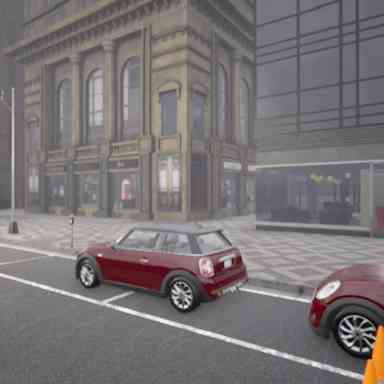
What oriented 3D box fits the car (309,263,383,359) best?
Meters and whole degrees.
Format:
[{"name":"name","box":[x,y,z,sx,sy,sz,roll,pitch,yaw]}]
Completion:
[{"name":"car","box":[3.756,1.440,4.501,4.097,1.590,1.967,0,0,35]}]

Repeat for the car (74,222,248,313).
[{"name":"car","box":[-0.878,1.441,7.713,4.097,1.590,1.967,0,0,35]}]

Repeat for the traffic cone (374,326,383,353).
[{"name":"traffic cone","box":[2.336,1.955,4.106,0.340,0.580,0.340,0,0,35]}]

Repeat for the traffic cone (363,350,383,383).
[{"name":"traffic cone","box":[1.766,1.955,3.284,0.340,0.580,0.340,0,0,35]}]
